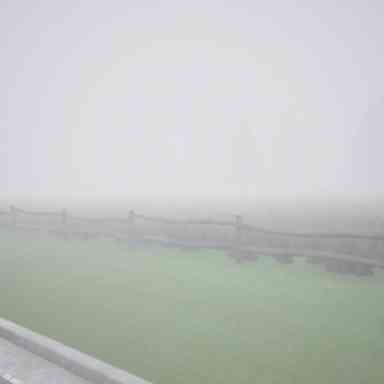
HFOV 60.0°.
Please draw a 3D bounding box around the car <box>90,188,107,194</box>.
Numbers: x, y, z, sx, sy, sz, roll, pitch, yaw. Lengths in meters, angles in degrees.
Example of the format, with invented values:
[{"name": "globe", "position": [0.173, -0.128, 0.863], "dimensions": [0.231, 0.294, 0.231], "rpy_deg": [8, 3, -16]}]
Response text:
[{"name": "car", "position": [-23.138, -0.015, 82.359], "dimensions": [4.605, 1.855, 1.932], "rpy_deg": [0, 1, 35]}]
